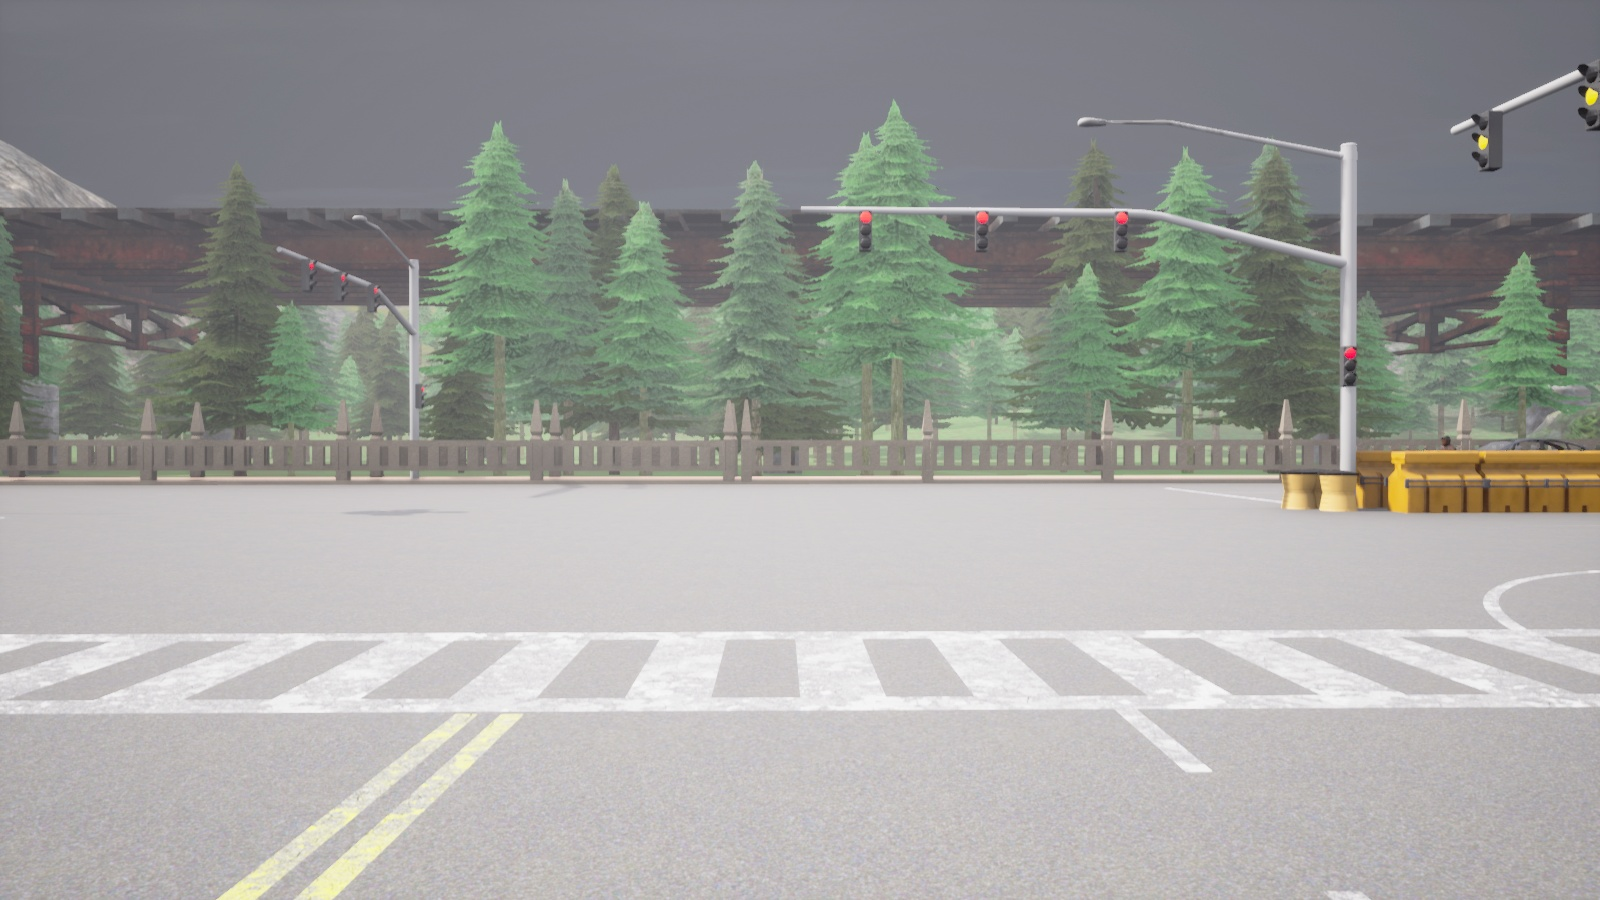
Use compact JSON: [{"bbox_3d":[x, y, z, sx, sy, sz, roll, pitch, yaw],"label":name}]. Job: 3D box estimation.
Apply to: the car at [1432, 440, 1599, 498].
[{"bbox_3d":[19.571,0.501,34.278,3.705,1.549,1.789,0,0,-1],"label":"car"}]
